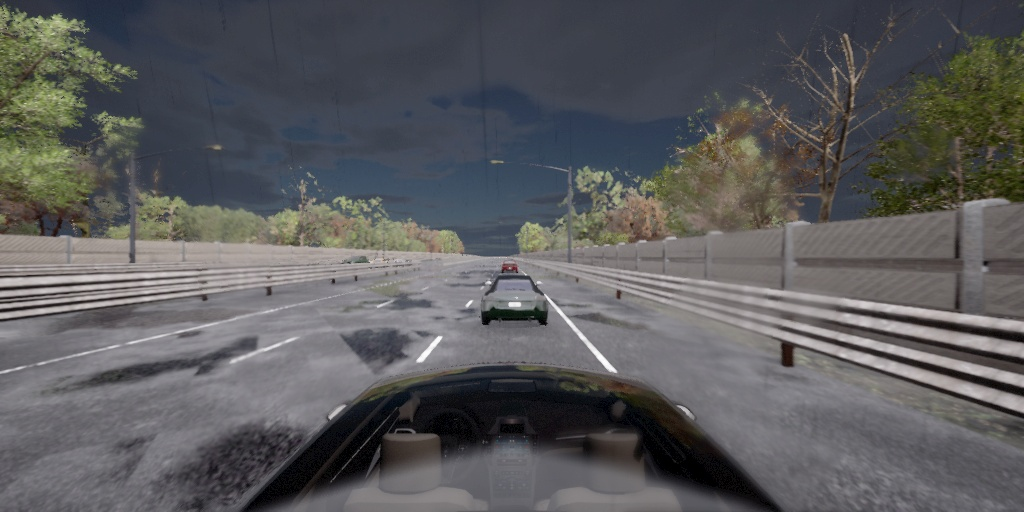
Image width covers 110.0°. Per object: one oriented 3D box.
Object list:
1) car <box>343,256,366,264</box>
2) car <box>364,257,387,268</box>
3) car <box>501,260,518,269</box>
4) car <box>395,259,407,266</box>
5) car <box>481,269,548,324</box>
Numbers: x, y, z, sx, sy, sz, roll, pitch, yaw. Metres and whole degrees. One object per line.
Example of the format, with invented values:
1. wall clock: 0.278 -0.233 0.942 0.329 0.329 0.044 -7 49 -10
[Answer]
1. car: -25.218 0.984 58.214 2.150 2.045 5.566 0 0 -1
2. car: -21.731 1.241 58.359 1.882 1.535 5.008 0 0 -1
3. car: -0.293 1.238 43.716 1.882 1.535 5.008 0 0 -1
4. car: -18.253 1.290 59.337 1.812 1.442 4.674 0 0 -1
5. car: 0.067 1.315 11.932 1.994 1.385 4.181 0 0 0
